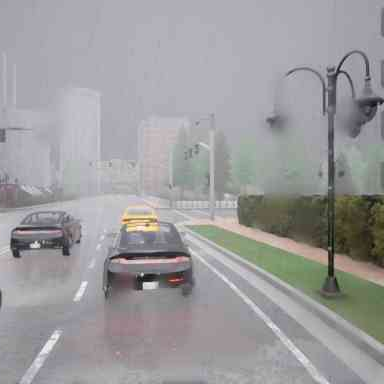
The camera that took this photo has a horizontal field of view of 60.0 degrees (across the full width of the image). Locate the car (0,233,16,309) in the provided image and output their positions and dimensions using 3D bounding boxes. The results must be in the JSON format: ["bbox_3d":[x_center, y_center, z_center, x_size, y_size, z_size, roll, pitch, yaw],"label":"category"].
[{"bbox_3d":[-3.972,1.526,3.761,1.812,1.442,4.674,0,0,-6],"label":"car"}]

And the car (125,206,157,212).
[{"bbox_3d":[-2.817,1.478,17.794,1.882,1.535,5.008,0,0,-10],"label":"car"}]

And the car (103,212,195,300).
[{"bbox_3d":[-1.125,1.492,8.451,2.128,1.511,4.902,0,0,-9],"label":"car"}]

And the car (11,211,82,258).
[{"bbox_3d":[-5.450,1.491,12.904,2.128,1.511,4.902,0,0,-12],"label":"car"}]
